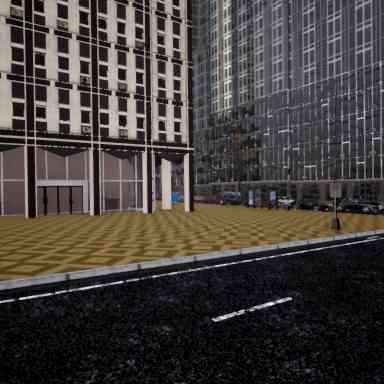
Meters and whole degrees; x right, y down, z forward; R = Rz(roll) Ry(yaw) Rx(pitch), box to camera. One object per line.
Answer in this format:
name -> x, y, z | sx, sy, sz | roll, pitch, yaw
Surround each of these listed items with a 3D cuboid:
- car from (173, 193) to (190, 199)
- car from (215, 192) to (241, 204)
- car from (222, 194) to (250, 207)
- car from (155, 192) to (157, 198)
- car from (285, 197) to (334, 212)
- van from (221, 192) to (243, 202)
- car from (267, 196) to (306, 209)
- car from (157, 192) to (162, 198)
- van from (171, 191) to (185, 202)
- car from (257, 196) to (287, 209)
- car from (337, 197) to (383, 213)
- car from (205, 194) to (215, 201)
car -> -2.437, 0.935, 74.293 | 1.802, 1.307, 4.206 | 0, 1, -34
car -> 6.137, 1.173, 51.394 | 1.837, 1.490, 4.892 | -1, 1, -34
car -> 6.572, 1.319, 46.055 | 1.947, 1.339, 4.313 | 0, 1, -34
car -> -8.831, 0.686, 83.689 | 1.967, 1.590, 4.097 | 0, 1, -34
car -> 12.903, 1.423, 36.612 | 1.947, 1.339, 4.313 | 0, 1, -34
van -> 7.152, 0.854, 60.191 | 1.690, 1.788, 3.998 | 0, 1, -34
car -> 12.045, 1.289, 42.697 | 1.812, 1.442, 4.674 | -1, 1, -34
car -> -5.634, 0.614, 78.989 | 2.192, 1.841, 5.009 | 0, 1, -34
van -> -2.973, 0.937, 60.179 | 1.690, 1.788, 3.998 | 0, 1, -34
car -> 9.721, 1.387, 41.324 | 1.802, 1.307, 4.206 | 0, 1, -34
car -> 17.307, 1.340, 34.959 | 2.128, 1.511, 4.902 | -1, 1, -34
car -> 3.957, 1.043, 64.894 | 1.802, 1.307, 4.206 | 0, 1, -34
